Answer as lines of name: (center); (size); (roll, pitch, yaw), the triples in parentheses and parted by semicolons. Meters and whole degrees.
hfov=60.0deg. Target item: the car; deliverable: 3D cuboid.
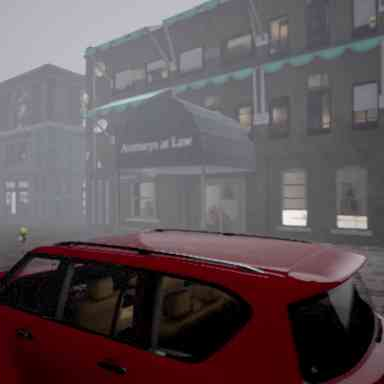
car: (-0.710, 1.328, 3.382); (5.009, 1.841, 2.192); (0, 0, 36)
